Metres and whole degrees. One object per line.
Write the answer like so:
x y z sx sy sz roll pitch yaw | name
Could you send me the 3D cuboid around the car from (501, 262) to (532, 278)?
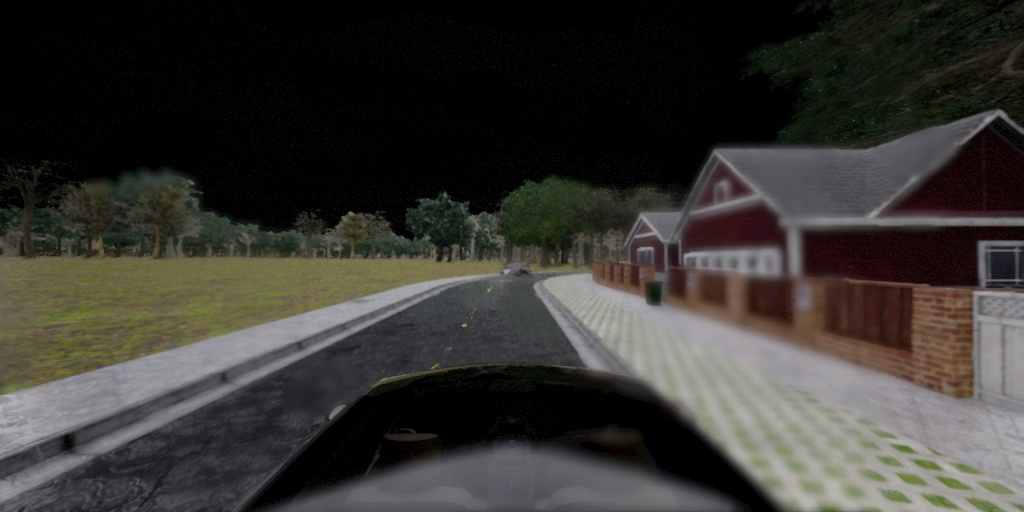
0.515 1.424 37.282 2.128 1.511 4.902 0 -1 24 | car
